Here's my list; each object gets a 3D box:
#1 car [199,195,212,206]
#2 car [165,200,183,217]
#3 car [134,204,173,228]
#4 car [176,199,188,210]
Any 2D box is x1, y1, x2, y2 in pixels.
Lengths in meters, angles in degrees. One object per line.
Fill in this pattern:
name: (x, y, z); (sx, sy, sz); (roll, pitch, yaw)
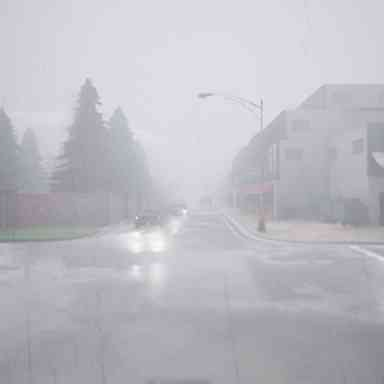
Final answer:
car: (2.534, 1.617, 62.388); (2.150, 2.045, 5.566); (0, 0, 2)
car: (-2.315, 1.813, 33.584); (1.895, 1.301, 4.718); (0, 0, 2)
car: (-2.724, 1.748, 23.362); (1.895, 1.301, 4.718); (0, 0, 2)
car: (-1.703, 1.809, 48.378); (1.837, 1.490, 4.892); (0, 0, 3)
